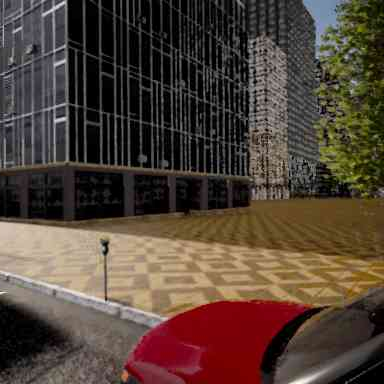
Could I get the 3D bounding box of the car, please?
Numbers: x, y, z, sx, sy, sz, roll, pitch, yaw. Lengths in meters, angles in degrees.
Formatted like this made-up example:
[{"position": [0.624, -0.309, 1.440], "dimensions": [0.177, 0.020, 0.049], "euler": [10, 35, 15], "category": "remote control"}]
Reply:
[{"position": [1.750, 1.315, 1.643], "dimensions": [5.009, 1.841, 2.192], "euler": [0, -1, 35], "category": "car"}]
